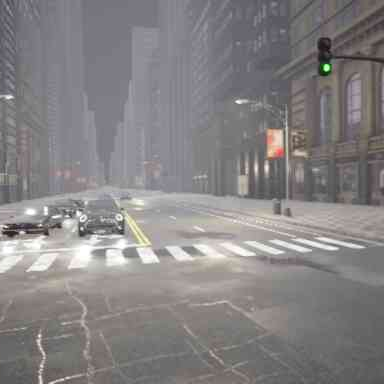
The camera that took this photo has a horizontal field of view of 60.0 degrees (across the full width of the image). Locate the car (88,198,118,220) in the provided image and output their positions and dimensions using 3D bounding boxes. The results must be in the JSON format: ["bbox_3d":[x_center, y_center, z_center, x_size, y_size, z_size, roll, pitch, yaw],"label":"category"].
[{"bbox_3d":[-6.951,1.245,26.190,2.033,1.411,5.357,-1,1,-14],"label":"car"}]

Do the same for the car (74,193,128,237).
[{"bbox_3d":[-4.603,1.157,17.009,2.097,1.767,4.553,-1,1,-14],"label":"car"}]

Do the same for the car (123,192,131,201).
[{"bbox_3d":[-11.755,0.785,58.800,2.033,1.411,5.357,-1,1,-14],"label":"car"}]

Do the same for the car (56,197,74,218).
[{"bbox_3d":[-10.564,1.283,27.207,2.033,1.411,5.357,-1,1,-14],"label":"car"}]

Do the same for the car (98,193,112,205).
[{"bbox_3d":[-11.948,0.964,45.836,1.837,1.490,4.892,-1,1,-14],"label":"car"}]

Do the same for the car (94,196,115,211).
[{"bbox_3d":[-9.411,1.148,35.778,1.994,1.385,4.181,-1,1,-14],"label":"car"}]

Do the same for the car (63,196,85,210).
[{"bbox_3d":[-13.068,1.220,36.976,1.895,1.301,4.718,-1,1,-14],"label":"car"}]

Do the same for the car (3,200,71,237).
[{"bbox_3d":[-8.036,1.397,17.430,2.033,1.411,5.357,-1,1,-11],"label":"car"}]
